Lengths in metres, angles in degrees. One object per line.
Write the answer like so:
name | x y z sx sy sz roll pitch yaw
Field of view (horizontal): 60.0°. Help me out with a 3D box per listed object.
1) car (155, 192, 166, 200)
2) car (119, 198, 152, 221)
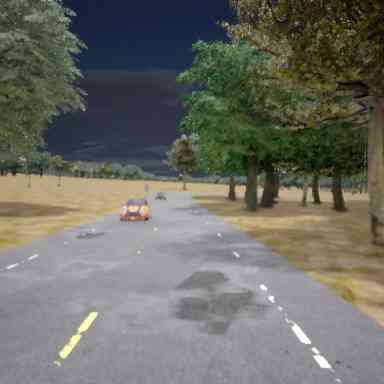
car | -6.312 0.722 67.215 2.097 1.767 4.553 0 2 -3
car | -4.323 1.289 25.979 2.097 1.767 4.553 0 0 -3
